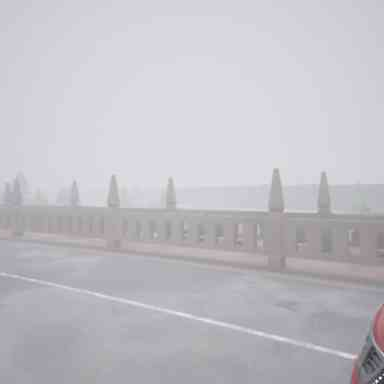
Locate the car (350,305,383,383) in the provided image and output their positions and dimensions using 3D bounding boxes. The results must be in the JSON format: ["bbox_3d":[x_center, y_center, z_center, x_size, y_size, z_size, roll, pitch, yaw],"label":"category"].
[{"bbox_3d":[3.643,1.202,1.231,5.566,2.045,2.150,0,0,37],"label":"car"}]
